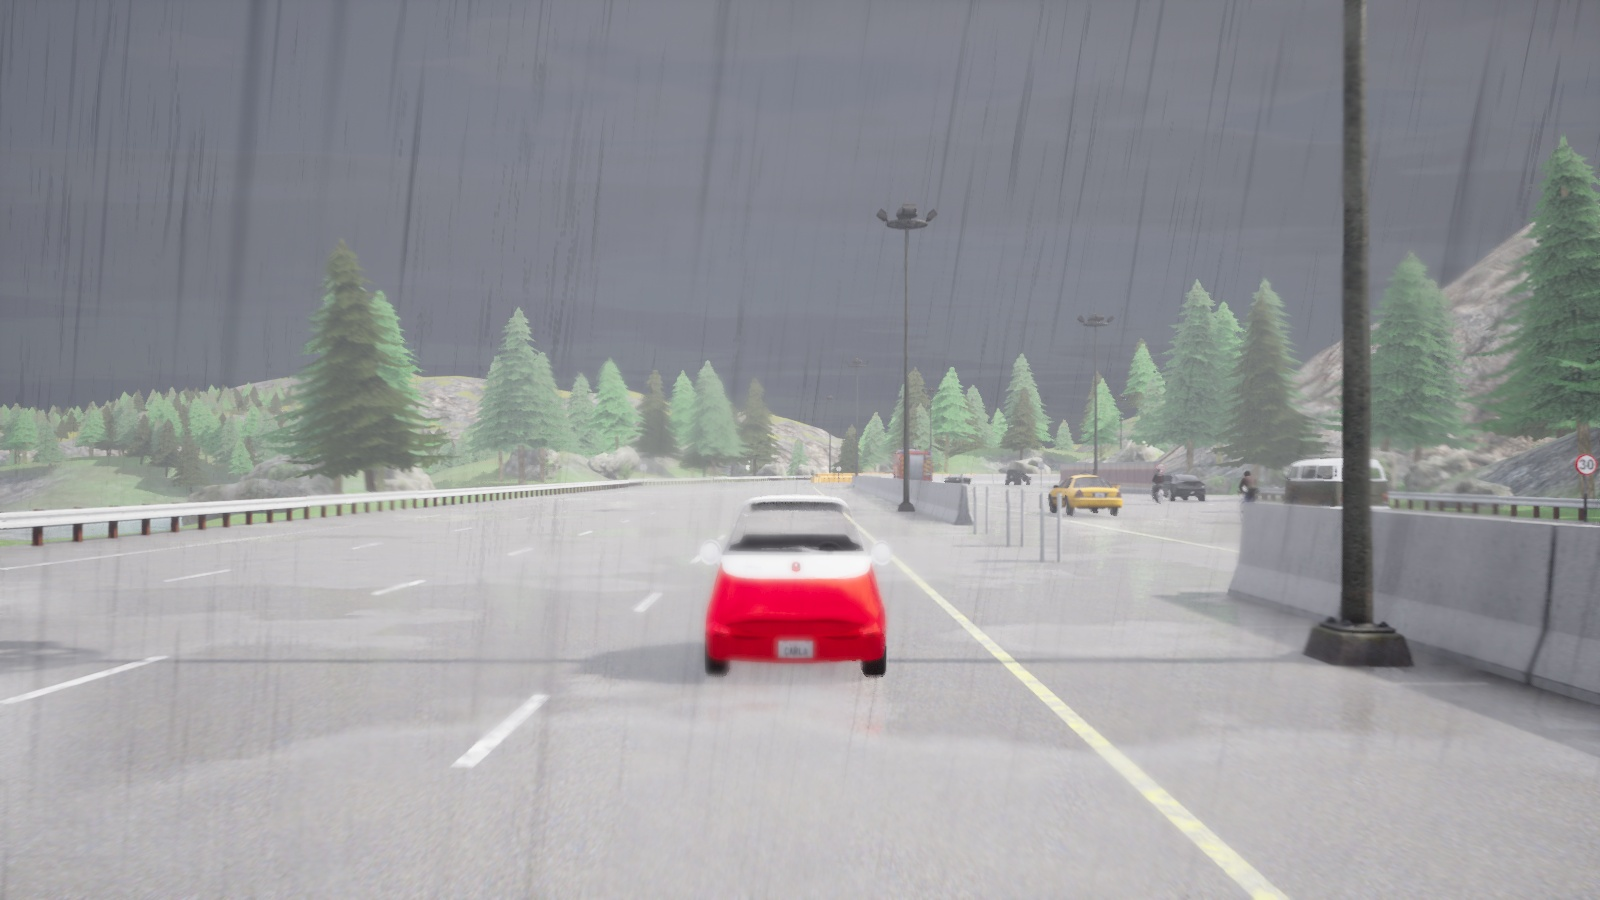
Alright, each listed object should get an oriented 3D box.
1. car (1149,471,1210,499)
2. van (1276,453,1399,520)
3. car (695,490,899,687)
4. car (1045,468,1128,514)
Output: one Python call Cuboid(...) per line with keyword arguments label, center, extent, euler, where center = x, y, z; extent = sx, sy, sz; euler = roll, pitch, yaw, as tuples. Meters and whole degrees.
Cuboid(label="car", center=(20.830, 1.894, 69.153), extent=(1.837, 1.490, 4.892), euler=(0, -1, 0))
Cuboid(label="van", center=(17.403, 1.154, 40.923), extent=(2.069, 2.038, 4.480), euler=(0, -1, 0))
Cuboid(label="car", center=(-0.023, 1.042, 10.239), extent=(1.481, 1.376, 2.207), euler=(0, -1, 0))
Cuboid(label="car", center=(10.392, 1.480, 45.961), extent=(1.801, 1.575, 5.366), euler=(0, -1, 0))
